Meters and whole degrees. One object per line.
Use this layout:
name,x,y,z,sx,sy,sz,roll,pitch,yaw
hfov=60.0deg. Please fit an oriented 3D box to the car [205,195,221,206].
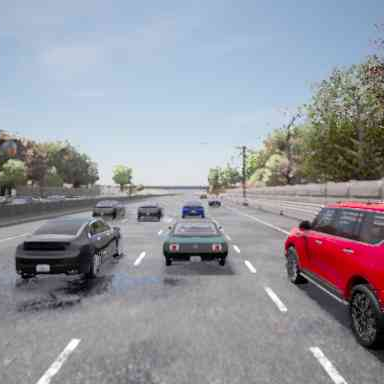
car,3.508,1.549,52.980,1.895,1.301,4.718,0,0,0

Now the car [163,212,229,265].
car,0.104,1.590,11.594,1.895,1.301,4.718,0,0,0

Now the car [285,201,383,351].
car,3.506,1.177,6.332,2.150,2.045,5.566,0,0,0

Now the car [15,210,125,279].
car,-3.399,1.495,10.014,1.837,1.490,4.892,0,0,0

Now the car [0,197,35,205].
car,-21.082,1.519,41.410,2.033,1.411,5.357,0,0,0

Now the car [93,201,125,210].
car,-6.895,1.470,28.006,2.128,1.511,4.902,0,0,0

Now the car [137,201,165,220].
car,-3.393,1.470,28.004,2.128,1.511,4.902,0,0,0

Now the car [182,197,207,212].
car,0.108,1.455,29.646,1.882,1.535,5.008,0,0,0

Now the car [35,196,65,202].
car,-17.575,1.323,42.294,2.097,1.767,4.553,0,0,0
